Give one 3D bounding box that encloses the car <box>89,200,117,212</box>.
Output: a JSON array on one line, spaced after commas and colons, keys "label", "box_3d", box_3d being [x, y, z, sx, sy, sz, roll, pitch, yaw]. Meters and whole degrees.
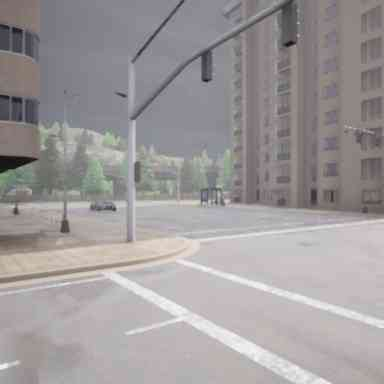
[{"label": "car", "box_3d": [-10.169, 1.561, 37.898, 1.994, 1.385, 4.181, 0, 0, -36]}]
